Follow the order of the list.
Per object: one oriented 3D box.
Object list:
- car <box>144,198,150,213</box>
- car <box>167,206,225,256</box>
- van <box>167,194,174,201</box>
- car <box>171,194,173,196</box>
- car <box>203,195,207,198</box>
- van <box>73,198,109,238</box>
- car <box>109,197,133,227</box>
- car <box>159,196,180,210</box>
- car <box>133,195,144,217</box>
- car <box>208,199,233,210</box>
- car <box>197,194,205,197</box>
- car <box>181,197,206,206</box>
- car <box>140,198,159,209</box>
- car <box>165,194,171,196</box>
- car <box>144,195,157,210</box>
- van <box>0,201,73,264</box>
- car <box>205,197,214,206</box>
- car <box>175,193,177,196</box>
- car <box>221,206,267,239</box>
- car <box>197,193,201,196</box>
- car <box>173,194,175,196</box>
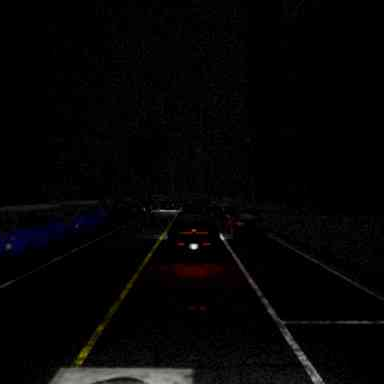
[{"bbox_3d":[-5.784,1.574,34.197,1.947,1.339,4.313,0,0,0],"label":"car"},{"bbox_3d":[0.072,1.507,13.182,1.837,1.490,4.892,0,0,0],"label":"car"},{"bbox_3d":[-5.819,1.387,90.972,1.690,1.788,3.998,0,0,0],"label":"van"},{"bbox_3d":[-5.808,1.613,73.939,1.802,1.307,4.206,0,0,0],"label":"car"},{"bbox_3d":[2.734,1.538,45.735,1.752,1.417,4.829,0,0,0],"label":"car"},{"bbox_3d":[-5.774,1.344,17.165,1.690,1.788,3.998,0,0,0],"label":"van"},{"bbox_3d":[-5.777,1.320,22.843,2.192,1.841,5.009,0,0,0],"label":"car"},{"bbox_3d":[-3.121,1.559,44.011,2.033,1.411,5.357,0,0,0],"label":"car"},{"bbox_3d":[-5.781,1.321,28.520,2.192,1.841,5.009,0,0,0],"label":"car"},{"bbox_3d":[2.744,1.557,28.532,2.008,1.369,4.403,0,0,0],"label":"car"},{"bbox_3d":[2.325,1.497,57.976,1.882,1.535,5.008,0,0,0],"label":"car"},{"bbox_3d":[0.069,1.511,30.173,1.837,1.490,4.892,0,0,0],"label":"car"},{"bbox_3d":[-5.791,1.563,45.552,2.008,1.369,4.403,0,0,0],"label":"car"},{"bbox_3d":[-5.805,1.552,68.091,1.752,1.417,4.829,0,0,0],"label":"car"},{"bbox_3d":[-5.788,1.325,39.875,2.192,1.841,5.009,0,0,0],"label":"car"},{"bbox_3d":[-5.770,1.343,11.488,1.690,1.788,3.998,0,0,0],"label":"van"},{"bbox_3d":[2.737,1.592,39.887,1.802,1.307,4.206,0,0,0],"label":"car"},{"bbox_3d":[-5.816,1.356,85.294,2.192,1.841,5.009,0,0,0],"label":"car"},{"bbox_3d":[2.751,1.586,17.177,1.802,1.307,4.206,0,0,0],"label":"car"},{"bbox_3d":[2.717,1.582,73.952,2.008,1.369,4.403,0,0,0],"label":"car"},{"bbox_3d":[-5.812,1.618,79.616,1.802,1.307,4.206,0,0,0],"label":"car"}]
